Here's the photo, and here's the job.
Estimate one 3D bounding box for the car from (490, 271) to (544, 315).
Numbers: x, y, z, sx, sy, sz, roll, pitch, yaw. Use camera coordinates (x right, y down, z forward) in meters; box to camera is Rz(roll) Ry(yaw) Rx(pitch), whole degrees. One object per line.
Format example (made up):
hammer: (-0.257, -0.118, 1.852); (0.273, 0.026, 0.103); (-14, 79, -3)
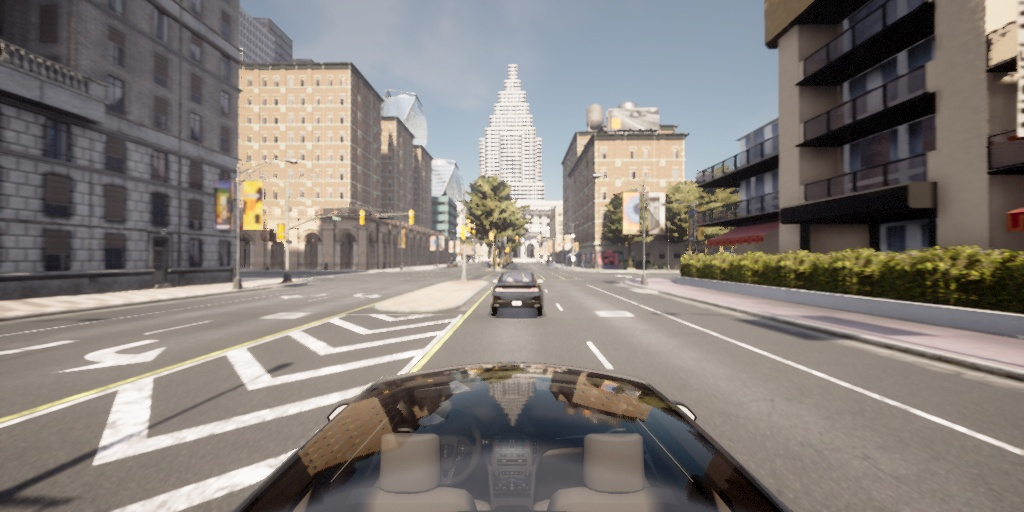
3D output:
car: (0.228, 1.338, 14.037); (2.128, 1.511, 4.902); (0, 0, 2)
